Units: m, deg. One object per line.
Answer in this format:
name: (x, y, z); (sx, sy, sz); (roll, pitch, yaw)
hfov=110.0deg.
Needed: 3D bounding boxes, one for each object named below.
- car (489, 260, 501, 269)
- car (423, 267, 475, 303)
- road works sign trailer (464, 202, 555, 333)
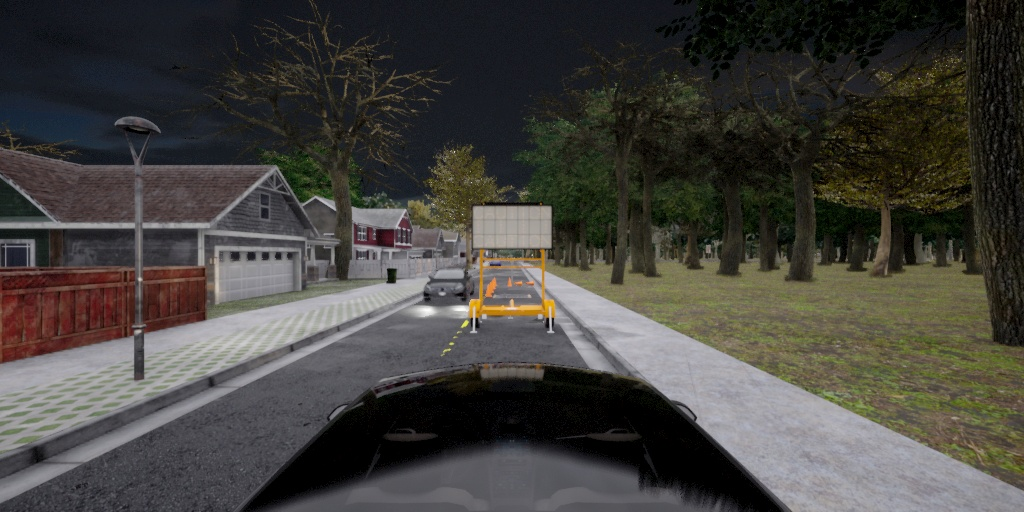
car: (-2.784, 1.250, 59.298); (1.882, 1.535, 5.008); (0, 0, 0)
car: (-2.838, 1.276, 16.911); (1.812, 1.442, 4.674); (0, 0, 0)
road works sign trailer: (0.009, 0.214, 10.705); (2.380, 3.560, 2.880); (0, 0, 0)
